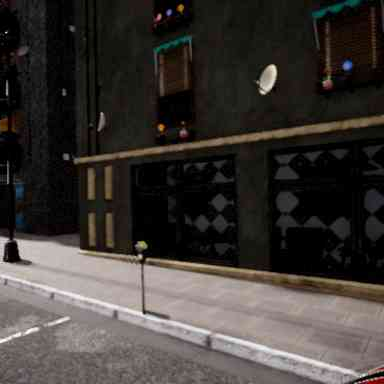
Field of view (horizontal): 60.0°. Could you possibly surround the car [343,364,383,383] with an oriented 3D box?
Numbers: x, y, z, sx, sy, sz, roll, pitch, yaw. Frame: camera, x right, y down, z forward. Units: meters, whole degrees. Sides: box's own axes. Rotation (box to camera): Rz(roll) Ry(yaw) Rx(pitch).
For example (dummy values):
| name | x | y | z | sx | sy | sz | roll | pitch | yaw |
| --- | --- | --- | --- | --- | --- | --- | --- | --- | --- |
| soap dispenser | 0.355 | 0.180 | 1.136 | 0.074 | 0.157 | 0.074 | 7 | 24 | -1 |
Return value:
| name | x | y | z | sx | sy | sz | roll | pitch | yaw |
| --- | --- | --- | --- | --- | --- | --- | --- | --- | --- |
| car | 2.452 | 1.425 | 1.146 | 4.097 | 1.590 | 1.967 | -1 | -1 | 35 |
